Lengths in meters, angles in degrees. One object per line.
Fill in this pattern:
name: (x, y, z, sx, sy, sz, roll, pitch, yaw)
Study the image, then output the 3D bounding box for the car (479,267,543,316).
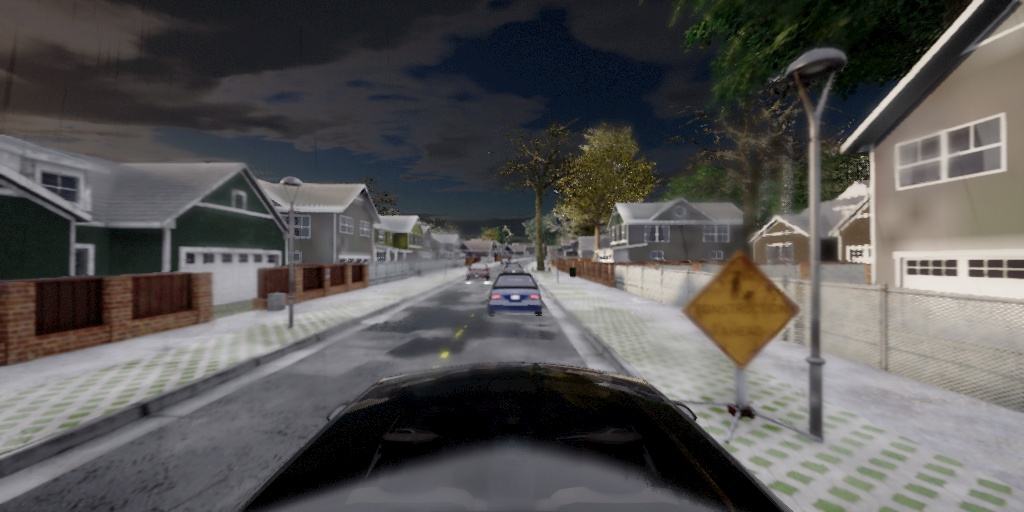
car: (0.110, 1.323, 13.496, 2.033, 1.411, 5.357, 0, 0, 0)

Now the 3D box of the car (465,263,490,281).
car: (-2.803, 1.315, 30.821, 1.812, 1.442, 4.674, 0, 0, 0)

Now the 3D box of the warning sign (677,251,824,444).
warning sign: (2.521, 0.872, 3.949, 1.300, 1.860, 1.060, 0, 0, 0)

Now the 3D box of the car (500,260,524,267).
car: (0.144, 1.353, 34.113, 1.994, 1.385, 4.181, 0, 0, 0)
